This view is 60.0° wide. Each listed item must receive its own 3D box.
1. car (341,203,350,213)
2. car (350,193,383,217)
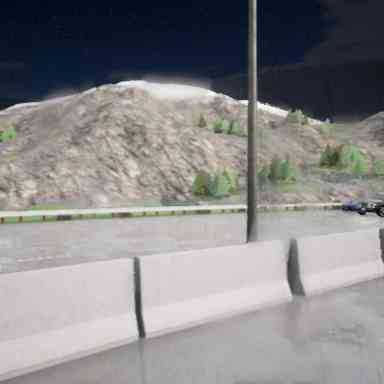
[{"bbox_3d":[17.308,1.340,33.490,5.008,1.535,1.882,0,0,-24],"label":"car"},{"bbox_3d":[17.195,1.097,29.635,5.566,2.045,2.150,0,0,-24],"label":"car"}]
